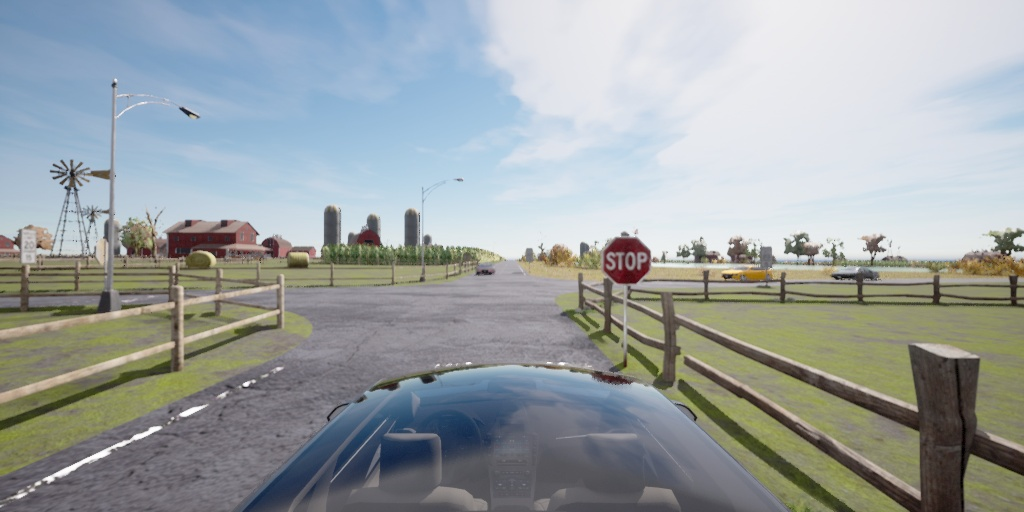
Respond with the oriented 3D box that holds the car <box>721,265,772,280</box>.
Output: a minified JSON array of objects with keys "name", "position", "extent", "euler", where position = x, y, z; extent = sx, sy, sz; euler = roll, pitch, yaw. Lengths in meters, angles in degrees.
[{"name":"car","position":[21.648,1.613,33.115],"extent":[5.008,1.535,1.882],"euler":[1,-1,-20]}]

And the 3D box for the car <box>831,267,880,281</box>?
[{"name":"car","position":[36.936,1.928,38.533],"extent":[5.357,1.411,2.033],"euler":[1,-1,-18]}]

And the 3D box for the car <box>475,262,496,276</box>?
[{"name":"car","position":[-2.724,1.362,37.958],"extent":[1.994,1.385,4.181],"euler":[0,0,0]}]
